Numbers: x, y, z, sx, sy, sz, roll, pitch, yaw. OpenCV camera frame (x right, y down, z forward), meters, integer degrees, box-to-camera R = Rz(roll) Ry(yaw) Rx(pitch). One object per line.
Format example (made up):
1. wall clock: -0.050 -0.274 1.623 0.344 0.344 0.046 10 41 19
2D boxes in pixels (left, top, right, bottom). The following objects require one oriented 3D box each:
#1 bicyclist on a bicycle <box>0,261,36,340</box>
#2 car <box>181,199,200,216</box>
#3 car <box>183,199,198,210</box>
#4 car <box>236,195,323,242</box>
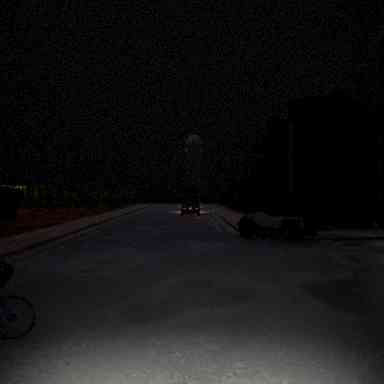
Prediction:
1. bicyclist on a bicycle: -3.208 1.452 4.957 1.656 1.620 0.582 -2 0 -7
2. car: -0.147 1.547 32.850 2.033 1.411 5.357 0 0 0
3. car: -0.223 1.601 43.274 1.895 1.301 4.718 0 0 0
4. car: 4.049 1.144 15.477 1.905 1.878 3.866 -8 3 -43
